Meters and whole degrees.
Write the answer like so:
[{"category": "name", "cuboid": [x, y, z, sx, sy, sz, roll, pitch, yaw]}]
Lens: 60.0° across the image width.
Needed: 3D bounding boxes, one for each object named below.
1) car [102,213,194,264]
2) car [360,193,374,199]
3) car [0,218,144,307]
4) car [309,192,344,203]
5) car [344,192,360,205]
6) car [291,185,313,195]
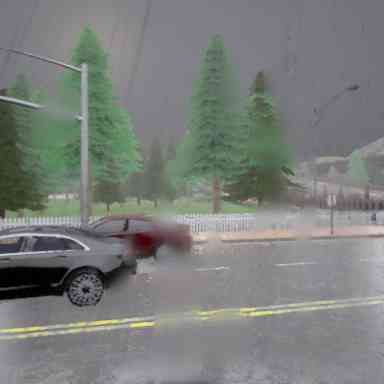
[{"category": "car", "cuboid": [-2.455, 1.477, 10.874, 5.008, 1.535, 1.882, 0, 0, -14]}, {"category": "car", "cuboid": [25.745, 0.939, 50.975, 2.097, 1.767, 4.553, 0, 3, -15]}, {"category": "car", "cuboid": [-3.621, 1.492, 6.987, 4.902, 1.511, 2.128, 0, 0, -14]}, {"category": "car", "cuboid": [19.148, 1.117, 48.536, 2.128, 1.511, 4.902, 0, 3, -15]}, {"category": "car", "cuboid": [22.323, 1.070, 50.212, 2.128, 1.511, 4.902, 0, 3, -15]}, {"category": "car", "cuboid": [21.781, -0.348, 65.904, 1.812, 1.442, 4.674, 0, 7, -15]}]
